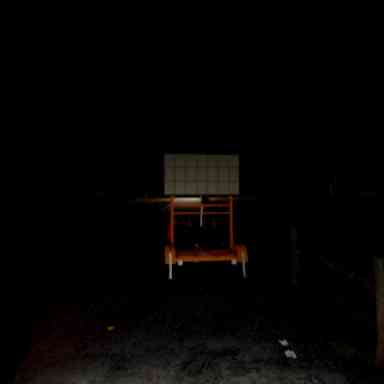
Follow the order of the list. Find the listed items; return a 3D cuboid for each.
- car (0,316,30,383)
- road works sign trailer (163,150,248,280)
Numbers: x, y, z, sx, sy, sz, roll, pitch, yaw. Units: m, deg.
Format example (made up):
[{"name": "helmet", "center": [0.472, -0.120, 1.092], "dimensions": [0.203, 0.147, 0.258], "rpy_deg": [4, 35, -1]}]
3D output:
[{"name": "car", "center": [-2.752, 1.611, 1.515], "dimensions": [1.895, 1.301, 4.718], "rpy_deg": [0, 0, 0]}, {"name": "road works sign trailer", "center": [0.282, 0.526, 10.278], "dimensions": [2.380, 3.560, 2.880], "rpy_deg": [0, 0, -6]}]
